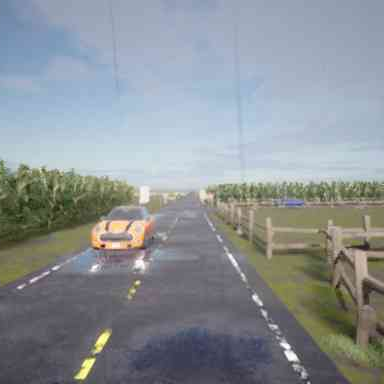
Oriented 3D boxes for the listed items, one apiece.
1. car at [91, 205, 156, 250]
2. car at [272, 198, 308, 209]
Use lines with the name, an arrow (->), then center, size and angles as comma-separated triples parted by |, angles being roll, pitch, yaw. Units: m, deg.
car -> -2.844, 1.431, 14.679 | 2.097, 1.767, 4.553 | 0, 0, 0
car -> 14.120, 1.570, 47.727 | 5.008, 1.535, 1.882 | -1, 0, -2
